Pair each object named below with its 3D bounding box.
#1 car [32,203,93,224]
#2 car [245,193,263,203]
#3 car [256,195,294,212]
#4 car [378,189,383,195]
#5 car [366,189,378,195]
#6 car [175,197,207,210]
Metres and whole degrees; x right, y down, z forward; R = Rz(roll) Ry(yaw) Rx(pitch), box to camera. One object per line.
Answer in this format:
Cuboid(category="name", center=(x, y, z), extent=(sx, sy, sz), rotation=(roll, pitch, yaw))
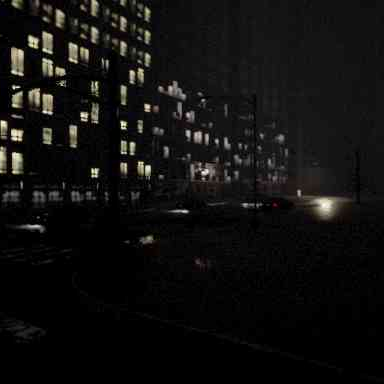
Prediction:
Cuboid(category="car", center=(-9.385, 1.526, 24.373), extent=(1.994, 1.385, 4.181), rotation=(0, 1, 34))
Cuboid(category="car", center=(10.209, 0.943, 52.815), extent=(1.882, 1.535, 5.008), rotation=(0, 1, 35))
Cuboid(category="car", center=(8.564, 1.209, 33.165), extent=(2.033, 1.411, 5.357), rotation=(0, 1, 34))
Cuboid(category="car", center=(48.410, 0.048, 82.109), extent=(5.008, 1.535, 1.882), rotation=(-1, 1, -43))
Cuboid(category="car", center=(45.506, 0.073, 83.836), extent=(5.008, 1.535, 1.882), rotation=(-1, 1, -43))
Cuboid(category="car", center=(-0.079, 1.271, 37.965), extent=(1.994, 1.385, 4.181), rotation=(0, 1, 34))
